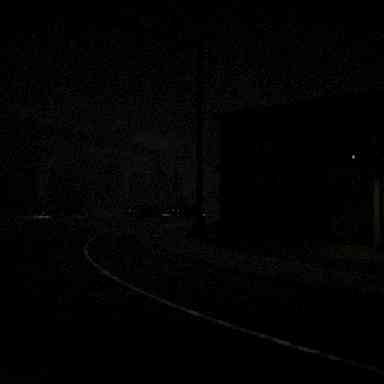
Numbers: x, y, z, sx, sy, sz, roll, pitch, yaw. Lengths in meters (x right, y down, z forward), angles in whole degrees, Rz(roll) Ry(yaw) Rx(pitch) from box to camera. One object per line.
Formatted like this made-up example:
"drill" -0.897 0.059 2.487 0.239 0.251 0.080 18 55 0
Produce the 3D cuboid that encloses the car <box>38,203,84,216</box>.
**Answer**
"car" -15.537 2.072 39.885 2.033 1.411 5.357 -1 -1 29

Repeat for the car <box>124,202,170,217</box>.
"car" -5.139 2.010 36.746 2.033 1.411 5.357 -1 -1 32

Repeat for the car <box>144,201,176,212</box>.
"car" -4.861 2.185 51.114 2.033 1.411 5.357 -1 -1 31

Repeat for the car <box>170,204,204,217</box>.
"car" -0.707 2.006 37.283 2.033 1.411 5.357 -1 -1 31
